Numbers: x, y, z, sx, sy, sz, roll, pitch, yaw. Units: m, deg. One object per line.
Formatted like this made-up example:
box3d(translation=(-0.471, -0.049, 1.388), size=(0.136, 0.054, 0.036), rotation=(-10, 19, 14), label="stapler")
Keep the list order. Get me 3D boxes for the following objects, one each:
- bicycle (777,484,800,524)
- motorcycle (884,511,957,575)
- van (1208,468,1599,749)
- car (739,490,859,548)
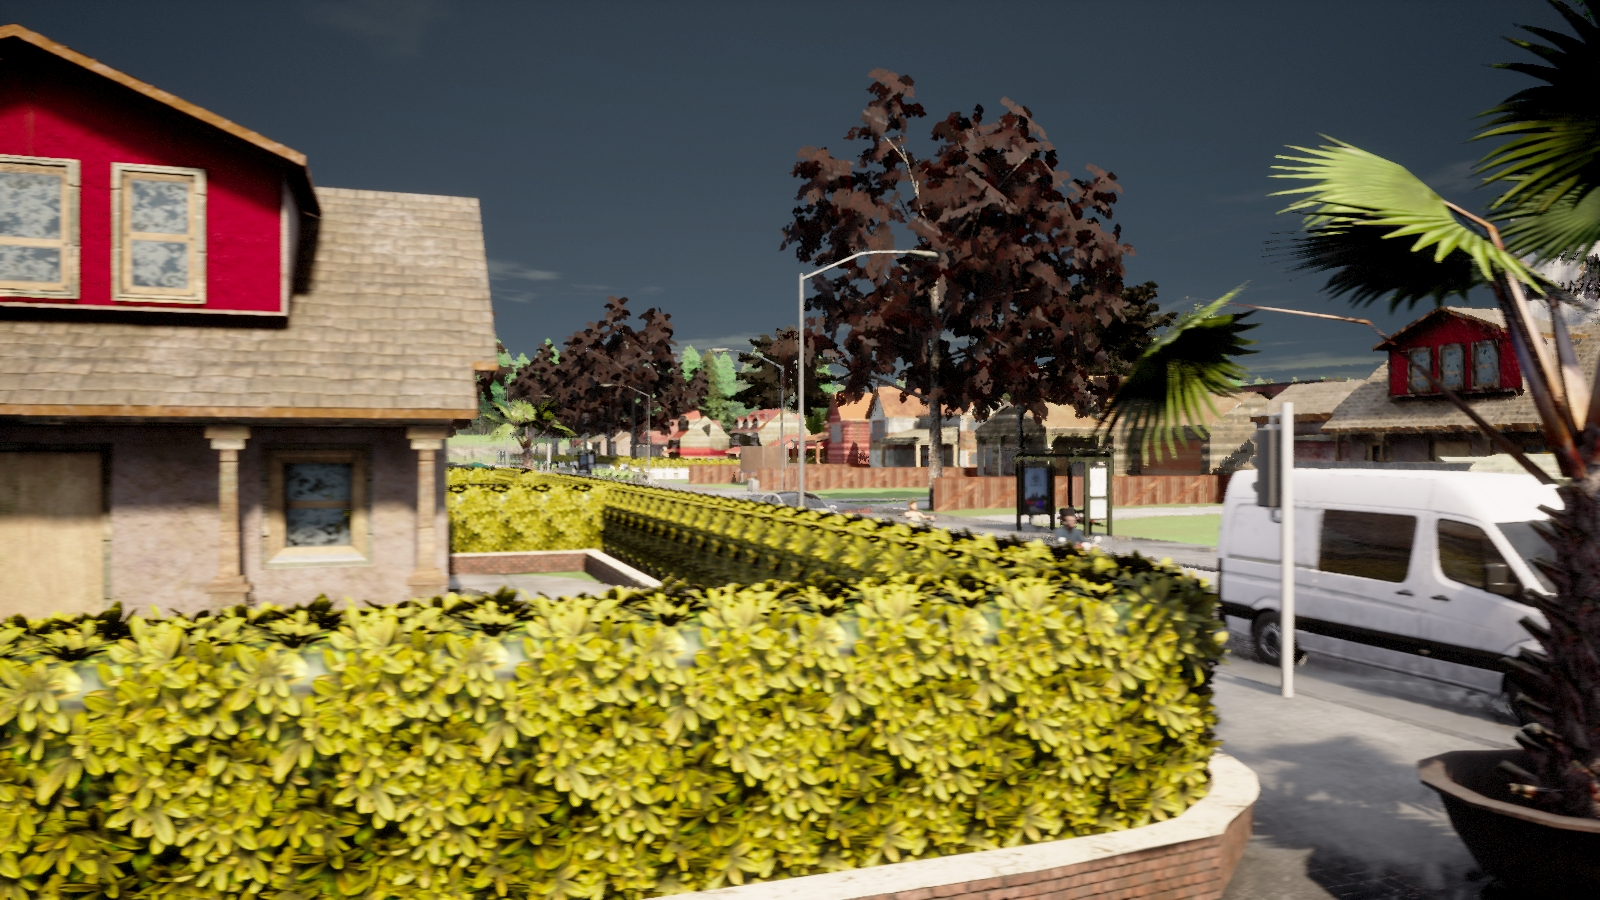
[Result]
box3d(translation=(-0.456, 2.074, 44.370), size=(0.329, 1.471, 1.835), rotation=(0, 0, -19), label="bicycle")
box3d(translation=(2.818, 2.163, 27.052), size=(0.764, 1.307, 2.356), rotation=(0, 0, -19), label="motorcycle")
box3d(translation=(7.614, 1.538, 13.482), size=(1.988, 2.561, 5.915), rotation=(0, 0, -20), label="van")
box3d(translation=(-0.134, 2.073, 35.426), size=(2.231, 1.480, 4.892), rotation=(0, 0, -19), label="car")
